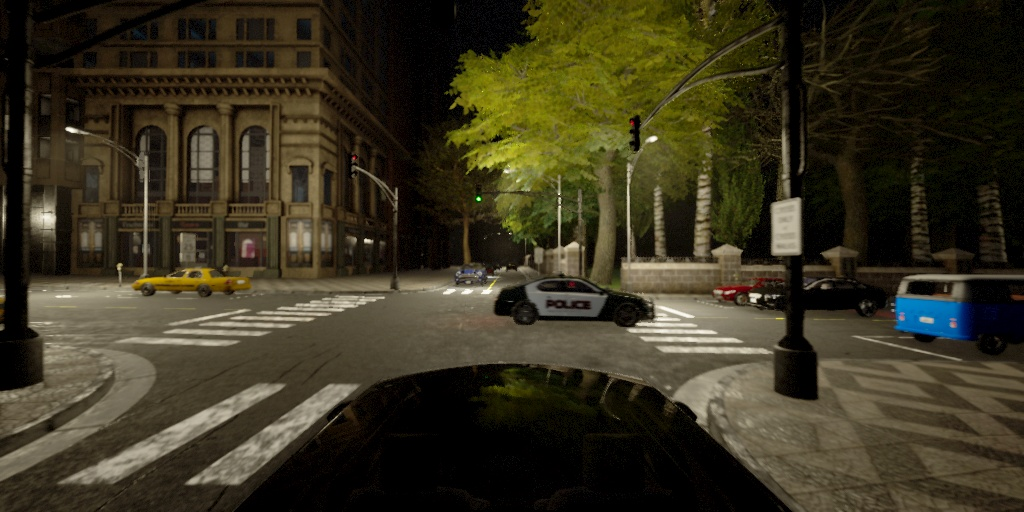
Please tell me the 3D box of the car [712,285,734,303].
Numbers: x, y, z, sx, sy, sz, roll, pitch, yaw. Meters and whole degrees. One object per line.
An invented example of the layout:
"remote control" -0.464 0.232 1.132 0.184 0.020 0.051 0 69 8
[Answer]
"car" 11.882 1.682 17.175 4.207 1.307 1.802 0 0 0

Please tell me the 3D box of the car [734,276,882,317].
"car" 12.197 1.565 14.529 4.902 1.511 2.128 1 -1 -1

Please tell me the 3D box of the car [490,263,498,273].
"car" -3.118 1.642 43.034 1.994 1.385 4.181 0 -1 0

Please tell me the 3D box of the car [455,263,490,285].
"car" -3.110 1.300 27.854 2.097 1.767 4.553 0 -1 0

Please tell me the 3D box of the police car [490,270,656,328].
"police car" 1.901 1.364 11.450 4.974 1.542 2.038 1 -1 0

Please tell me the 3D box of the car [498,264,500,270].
"car" -3.051 1.834 62.795 1.994 1.385 4.181 0 -1 0

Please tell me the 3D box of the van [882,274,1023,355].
"van" 11.866 1.343 8.650 3.998 1.789 1.690 0 0 0

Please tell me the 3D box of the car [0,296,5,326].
"car" -15.051 1.084 8.739 4.829 1.417 1.751 0 0 0

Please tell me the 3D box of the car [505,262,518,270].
"car" -0.035 1.723 57.864 1.837 1.490 4.892 0 -1 0

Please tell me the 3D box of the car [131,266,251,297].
"car" -15.374 1.181 17.265 4.829 1.417 1.751 0 0 0
